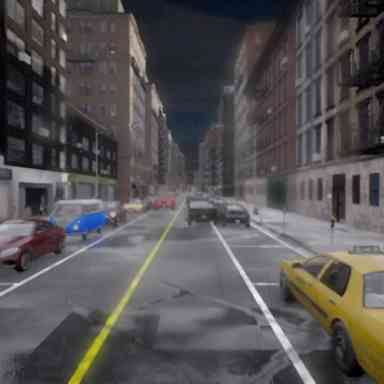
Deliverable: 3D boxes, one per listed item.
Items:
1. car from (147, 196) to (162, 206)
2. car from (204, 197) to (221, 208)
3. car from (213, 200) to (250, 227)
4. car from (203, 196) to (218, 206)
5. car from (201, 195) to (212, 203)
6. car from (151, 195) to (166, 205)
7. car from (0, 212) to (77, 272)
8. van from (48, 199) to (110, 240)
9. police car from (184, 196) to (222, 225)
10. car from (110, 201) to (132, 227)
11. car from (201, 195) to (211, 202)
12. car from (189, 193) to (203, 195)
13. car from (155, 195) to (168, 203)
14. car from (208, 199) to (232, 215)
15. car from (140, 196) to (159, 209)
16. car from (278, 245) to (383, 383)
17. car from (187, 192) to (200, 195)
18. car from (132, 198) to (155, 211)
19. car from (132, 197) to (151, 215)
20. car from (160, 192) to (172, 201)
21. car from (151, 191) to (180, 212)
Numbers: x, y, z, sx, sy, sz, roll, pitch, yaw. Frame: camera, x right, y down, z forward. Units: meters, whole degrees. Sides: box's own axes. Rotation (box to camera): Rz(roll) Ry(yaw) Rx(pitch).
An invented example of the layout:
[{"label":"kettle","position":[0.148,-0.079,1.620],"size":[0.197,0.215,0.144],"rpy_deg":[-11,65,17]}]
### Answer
[{"label":"car","position":[-5.392,1.329,48.444],"size":[1.802,1.307,4.206],"rpy_deg":[0,0,0]},{"label":"car","position":[2.633,1.342,43.023],"size":[1.947,1.339,4.313],"rpy_deg":[0,0,0]},{"label":"car","position":[2.635,1.441,21.372],"size":[2.008,1.369,4.403],"rpy_deg":[0,0,0]},{"label":"car","position":[2.633,1.313,48.435],"size":[1.947,1.339,4.313],"rpy_deg":[0,0,0]},{"label":"car","position":[2.632,1.210,59.431],"size":[1.752,1.417,4.829],"rpy_deg":[0,0,0]},{"label":"car","position":[-5.392,1.268,53.857],"size":[2.008,1.369,4.403],"rpy_deg":[0,0,0]},{"label":"car","position":[-5.389,1.528,10.556],"size":[1.802,1.307,4.206],"rpy_deg":[0,0,0]},{"label":"van","position":[-5.390,1.259,15.967],"size":[1.690,1.788,3.998],"rpy_deg":[0,0,0]},{"label":"police car","position":[0.520,1.307,22.933],"size":[1.930,1.638,5.238],"rpy_deg":[0,0,-5]},{"label":"car","position":[-5.390,1.330,21.380],"size":[1.967,1.590,4.097],"rpy_deg":[0,0,0]},{"label":"car","position":[2.632,1.236,64.674],"size":[1.802,1.307,4.206],"rpy_deg":[0,0,0]},{"label":"car","position":[0.821,1.276,38.900],"size":[1.882,1.535,5.008],"rpy_deg":[0,0,0]},{"label":"car","position":[-5.393,1.236,59.270],"size":[2.008,1.369,4.403],"rpy_deg":[0,0,0]},{"label":"car","position":[2.634,1.384,32.198],"size":[2.008,1.369,4.403],"rpy_deg":[0,0,0]},{"label":"car","position":[-5.392,1.302,42.861],"size":[1.752,1.417,4.829],"rpy_deg":[0,0,0]},{"label":"car","position":[2.636,1.498,5.304],"size":[1.752,1.417,4.829],"rpy_deg":[0,0,0]},{"label":"car","position":[-0.005,1.193,58.774],"size":[1.837,1.490,4.892],"rpy_deg":[0,0,0]},{"label":"car","position":[-5.391,1.370,37.619],"size":[1.947,1.339,4.313],"rpy_deg":[0,0,0]},{"label":"car","position":[-5.391,1.359,32.036],"size":[1.752,1.417,4.829],"rpy_deg":[0,0,0]},{"label":"car","position":[-5.394,0.937,70.093],"size":[2.192,1.841,5.009],"rpy_deg":[0,0,0]},{"label":"car","position":[-2.849,1.029,36.736],"size":[2.150,2.045,5.566],"rpy_deg":[0,1,0]}]
